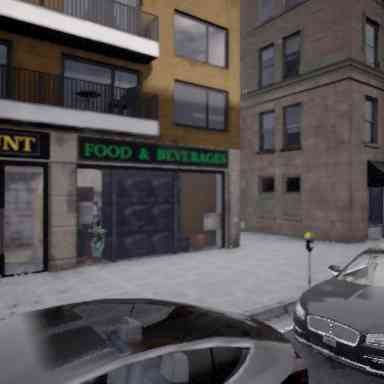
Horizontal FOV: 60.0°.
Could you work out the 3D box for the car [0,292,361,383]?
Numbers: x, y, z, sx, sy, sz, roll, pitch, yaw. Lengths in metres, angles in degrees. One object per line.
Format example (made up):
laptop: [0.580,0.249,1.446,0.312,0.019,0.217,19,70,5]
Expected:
car: [-1.068,1.563,2.050,4.313,1.339,1.947,0,0,-35]

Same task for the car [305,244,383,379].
car: [3.428,1.544,5.250,4.403,1.369,2.008,0,0,-35]
